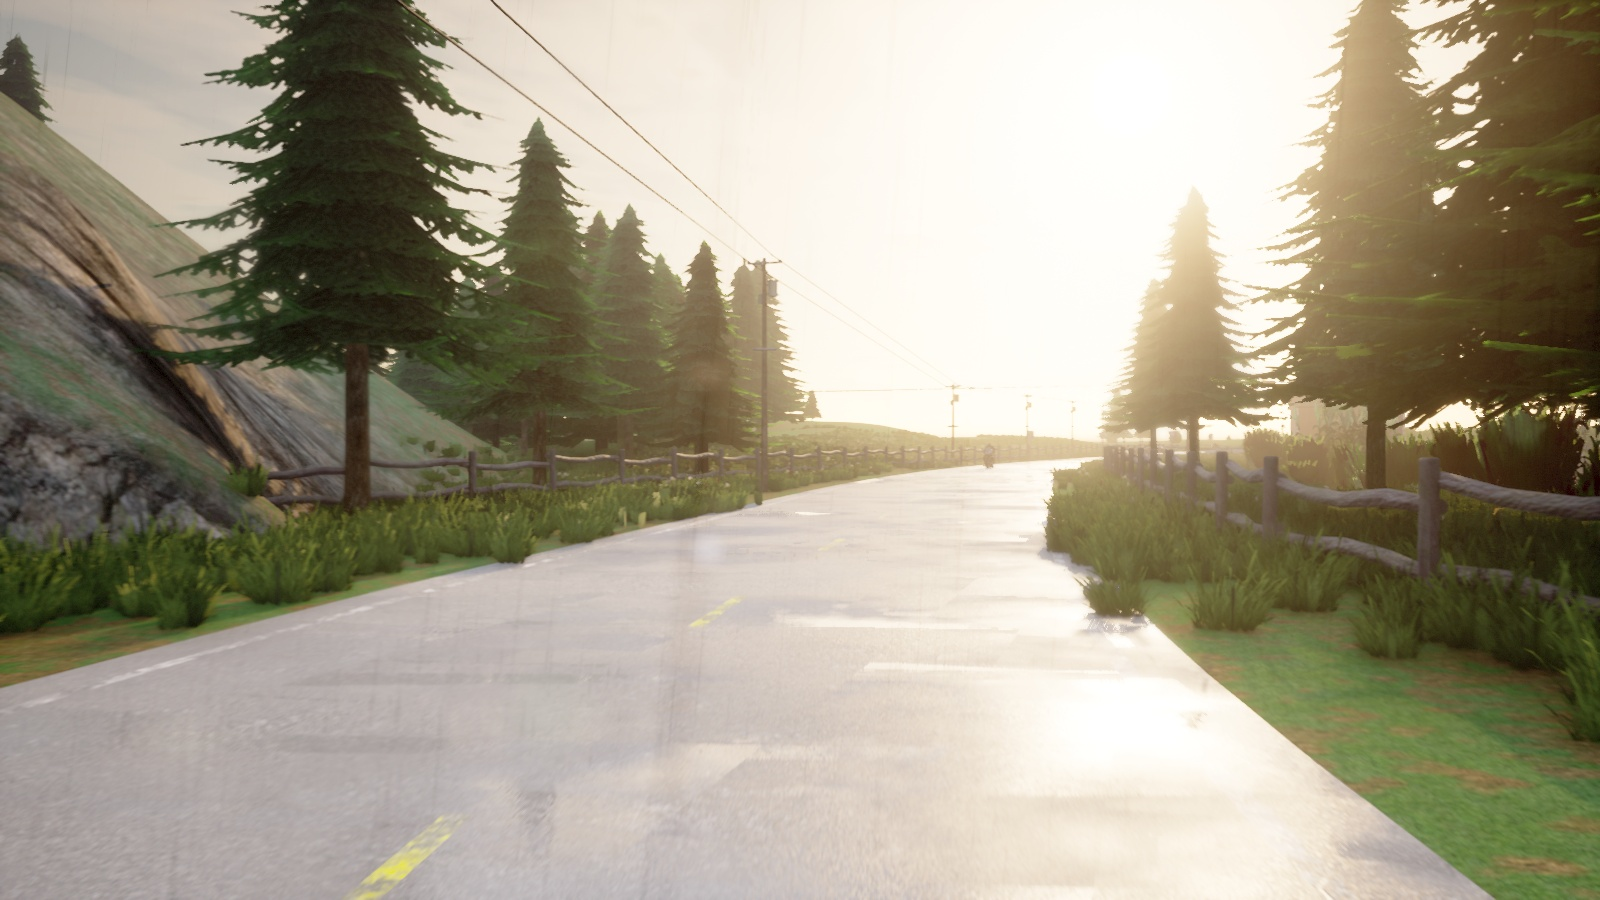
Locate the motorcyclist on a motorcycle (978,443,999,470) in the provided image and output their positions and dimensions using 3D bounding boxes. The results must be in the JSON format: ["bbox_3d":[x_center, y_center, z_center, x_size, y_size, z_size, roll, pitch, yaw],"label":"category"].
[{"bbox_3d":[11.102,0.377,73.942,0.866,1.530,2.191,0,0,17],"label":"motorcyclist on a motorcycle"}]
